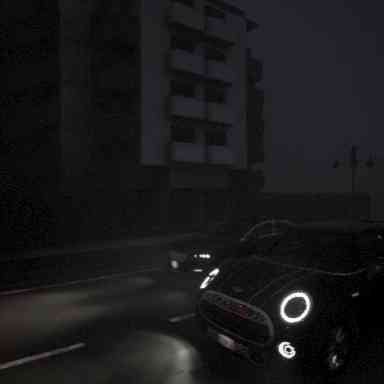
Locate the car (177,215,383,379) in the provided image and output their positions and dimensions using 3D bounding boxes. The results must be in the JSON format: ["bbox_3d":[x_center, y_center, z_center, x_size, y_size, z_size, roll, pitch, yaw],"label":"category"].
[{"bbox_3d":[2.271,1.328,5.600,4.553,1.767,2.097,0,0,-35],"label":"car"}]

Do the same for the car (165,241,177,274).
[{"bbox_3d":[1.584,1.460,9.407,4.902,1.511,2.128,0,0,-35],"label":"car"}]
